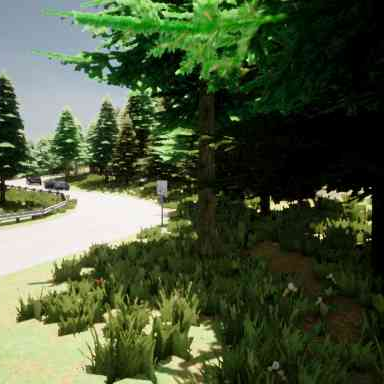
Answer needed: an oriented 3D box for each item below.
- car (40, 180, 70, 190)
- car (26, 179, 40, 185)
[{"bbox_3d":[-18.773,-0.986,46.136,4.181,1.385,1.994,6,4,40],"label":"car"},{"bbox_3d":[-25.392,-1.912,53.410,1.837,1.490,4.892,0,5,-33],"label":"car"}]
